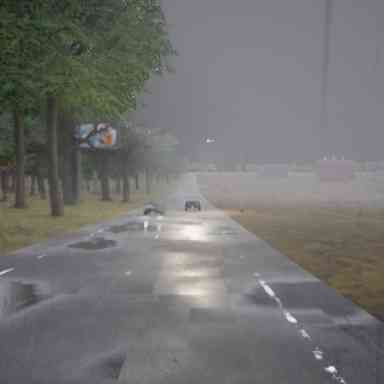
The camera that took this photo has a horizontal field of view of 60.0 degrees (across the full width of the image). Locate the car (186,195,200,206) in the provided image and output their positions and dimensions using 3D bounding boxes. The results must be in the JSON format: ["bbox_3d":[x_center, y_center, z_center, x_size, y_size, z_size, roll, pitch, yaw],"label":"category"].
[{"bbox_3d":[0.100,1.320,51.970,2.128,1.511,4.902,0,0,0],"label":"car"}]

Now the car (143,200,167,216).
[{"bbox_3d":[-3.530,1.486,32.565,2.033,1.411,5.357,0,0,1],"label":"car"}]

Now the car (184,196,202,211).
[{"bbox_3d":[0.099,1.409,39.400,1.837,1.490,4.892,0,0,0],"label":"car"}]
